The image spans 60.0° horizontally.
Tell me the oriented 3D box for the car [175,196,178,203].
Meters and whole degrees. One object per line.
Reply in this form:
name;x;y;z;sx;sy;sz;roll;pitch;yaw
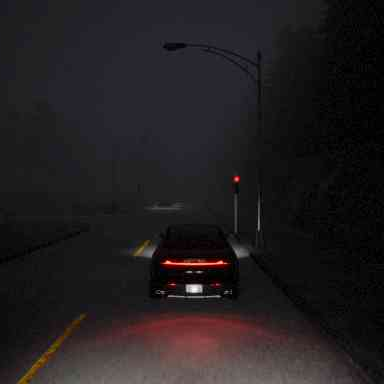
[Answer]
car;-4.057;1.477;60.531;1.882;1.535;5.008;0;0;0

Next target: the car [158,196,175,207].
car;-4.082;1.477;51.186;1.882;1.535;5.008;0;0;0

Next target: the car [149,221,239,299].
car;0.061;1.505;8.459;1.837;1.490;4.892;0;0;0

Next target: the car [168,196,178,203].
car;-3.983;1.522;70.733;1.812;1.442;4.674;0;0;0
